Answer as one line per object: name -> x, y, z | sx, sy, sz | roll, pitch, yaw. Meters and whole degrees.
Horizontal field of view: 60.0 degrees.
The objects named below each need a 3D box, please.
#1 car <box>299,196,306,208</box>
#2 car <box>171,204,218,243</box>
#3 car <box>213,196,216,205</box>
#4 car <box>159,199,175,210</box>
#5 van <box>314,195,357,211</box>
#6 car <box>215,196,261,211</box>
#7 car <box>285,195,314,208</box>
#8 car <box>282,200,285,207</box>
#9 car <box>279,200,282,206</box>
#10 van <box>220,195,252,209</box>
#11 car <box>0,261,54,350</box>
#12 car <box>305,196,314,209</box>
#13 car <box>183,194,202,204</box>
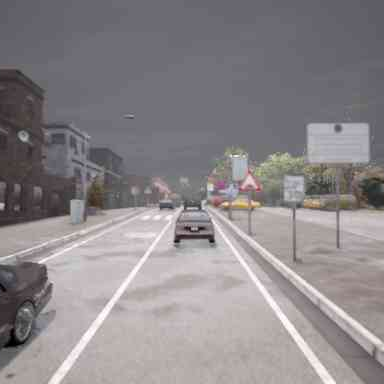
car -> 18.699, 1.700, 47.766 | 5.366, 1.575, 1.946 | 0, -1, 0
car -> 0.103, 1.553, 16.188 | 2.033, 1.411, 5.357 | 0, 0, 0
car -> 6.209, 1.626, 55.011 | 5.566, 2.045, 2.435 | 0, -1, -1
car -> -3.366, 1.643, 44.728 | 1.882, 1.535, 5.008 | 0, -1, 0
van -> 18.439, 1.376, 42.313 | 4.442, 1.987, 1.878 | 0, -1, 0
car -> 6.098, 1.606, 42.860 | 5.366, 1.575, 1.946 | 0, -1, 0
car -> 18.440, 1.586, 53.486 | 5.566, 2.045, 2.435 | 0, -2, -1
car -> 18.427, 1.919, 56.270 | 4.892, 1.521, 2.231 | 0, -2, -1
car -> 18.372, 1.747, 58.945 | 5.566, 2.045, 2.435 | 0, -2, -1
van -> 6.352, 1.499, 48.821 | 4.442, 1.987, 1.878 | 0, -1, 0
car -> -3.349, 1.550, 3.575 | 2.033, 1.411, 5.357 | 0, 0, 0
car -> 18.719, 1.647, 45.105 | 5.366, 1.575, 1.946 | 0, -1, 0
car -> 0.065, 1.344, 42.356 | 2.150, 2.045, 5.566 | 0, -1, -1
